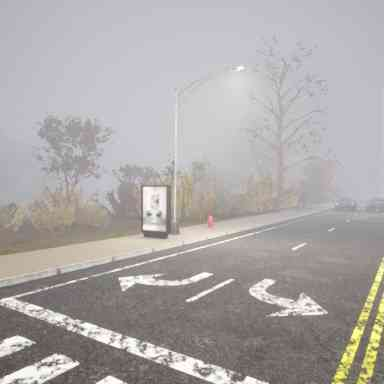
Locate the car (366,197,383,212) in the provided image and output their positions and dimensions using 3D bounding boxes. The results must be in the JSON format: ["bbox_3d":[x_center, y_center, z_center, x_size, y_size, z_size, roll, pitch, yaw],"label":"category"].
[{"bbox_3d":[21.330,1.392,38.257,2.097,1.767,4.553,0,0,30],"label":"car"}]

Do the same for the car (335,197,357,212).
[{"bbox_3d":[18.519,1.389,39.887,2.097,1.767,4.553,0,0,30],"label":"car"}]
